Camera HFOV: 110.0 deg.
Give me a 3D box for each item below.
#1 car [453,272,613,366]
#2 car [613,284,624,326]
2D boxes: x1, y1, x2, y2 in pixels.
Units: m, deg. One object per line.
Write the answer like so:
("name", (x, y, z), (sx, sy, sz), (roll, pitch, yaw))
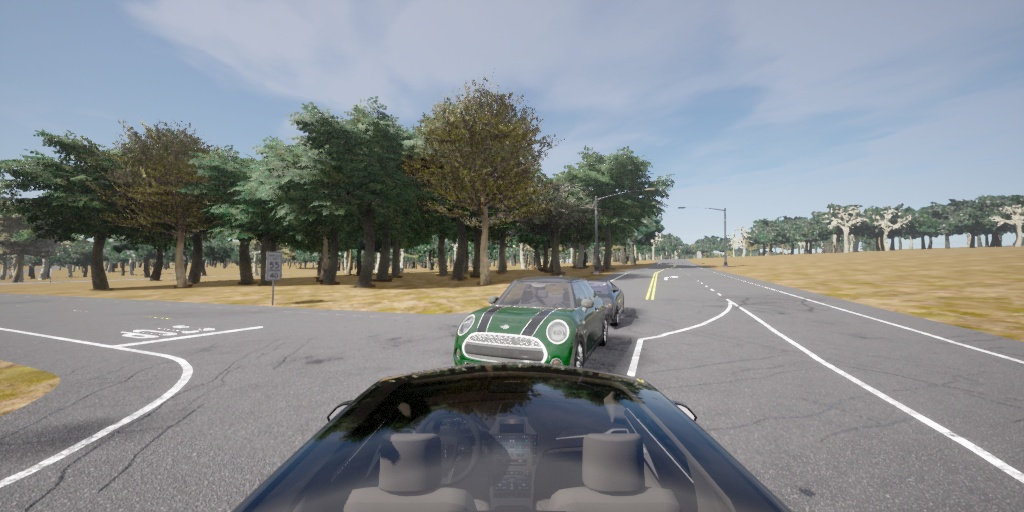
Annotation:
("car", (0.676, 1.223, 7.478), (2.097, 1.767, 4.553), (-1, -2, 22))
("car", (2.897, 1.555, 12.912), (1.994, 1.385, 4.181), (-2, 0, 22))
